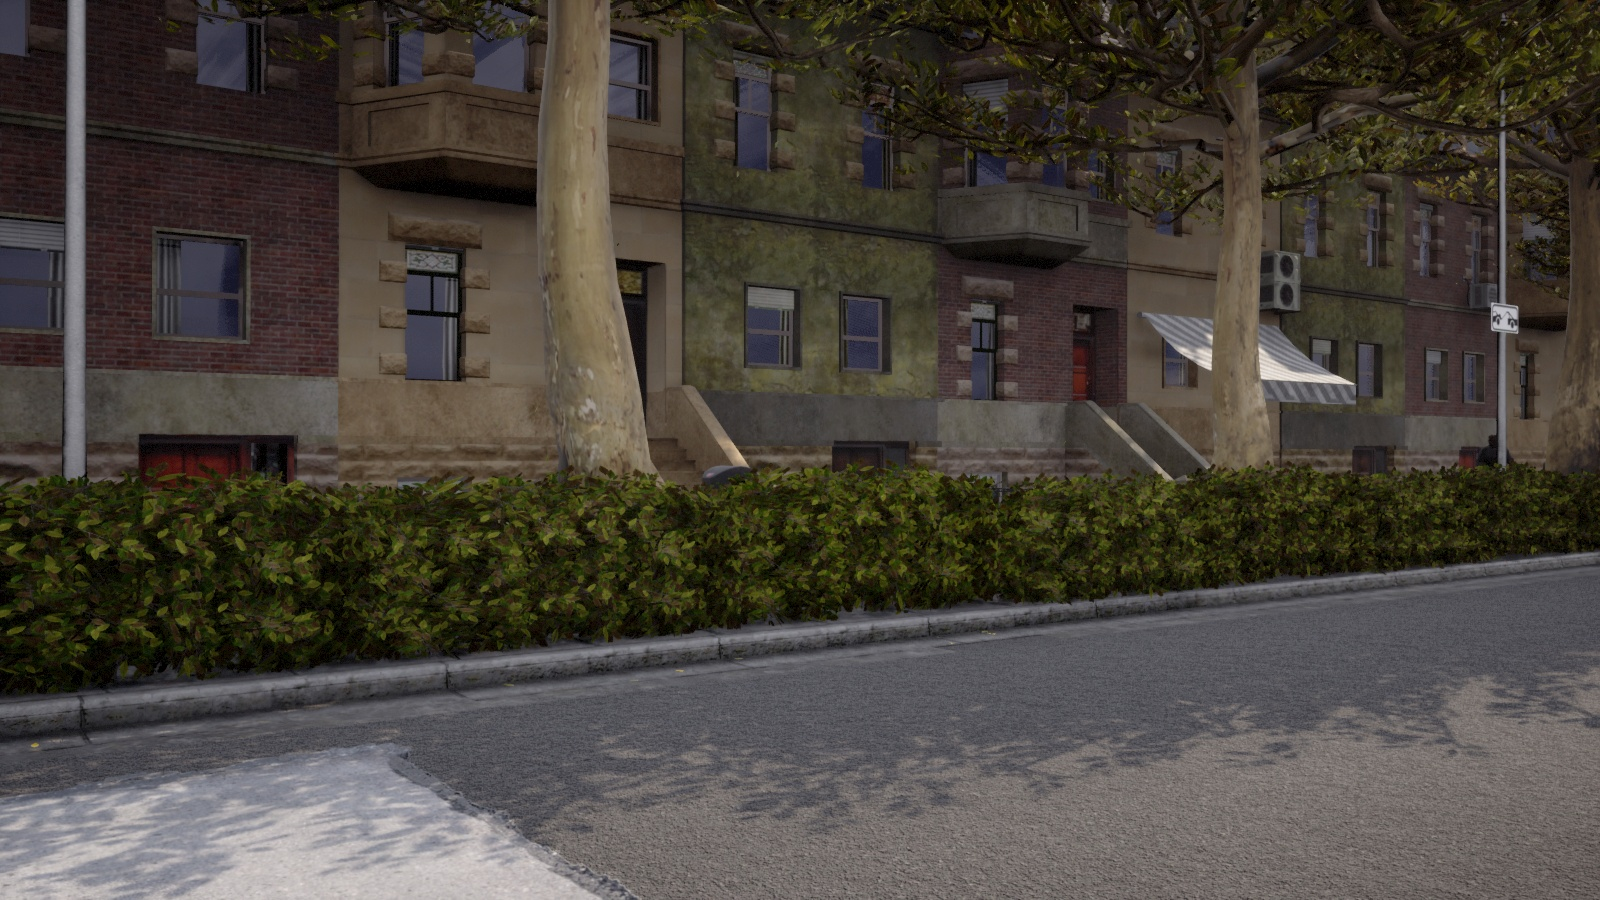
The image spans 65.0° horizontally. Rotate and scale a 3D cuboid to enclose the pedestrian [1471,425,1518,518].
[{"bbox_3d":[14.221,0.434,25.718,0.849,1.883,0.563,0,0,-39],"label":"pedestrian"}]
